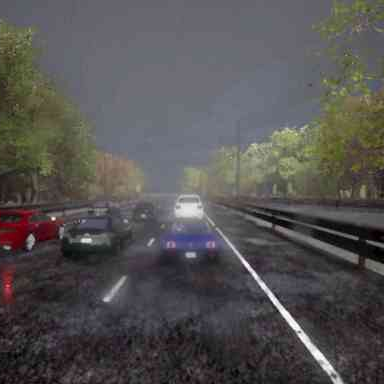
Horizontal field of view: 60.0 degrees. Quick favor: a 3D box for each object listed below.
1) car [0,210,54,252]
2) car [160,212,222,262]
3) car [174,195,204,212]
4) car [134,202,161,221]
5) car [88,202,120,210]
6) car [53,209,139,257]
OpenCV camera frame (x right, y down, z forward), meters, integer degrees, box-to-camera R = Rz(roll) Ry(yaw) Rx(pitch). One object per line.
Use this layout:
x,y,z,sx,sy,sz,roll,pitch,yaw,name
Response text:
-7.035,1.505,13.996,1.882,1.535,5.008,0,0,0,car
-0.032,1.623,12.262,1.895,1.301,4.718,0,0,0,car
-0.245,1.280,26.794,2.150,2.045,5.566,0,0,-1,car
-3.758,1.567,27.918,1.837,1.490,4.892,0,0,-1,car
-7.257,1.553,27.821,2.128,1.511,4.902,0,0,-1,car
-3.532,1.590,13.119,1.994,1.385,4.181,0,0,0,car
